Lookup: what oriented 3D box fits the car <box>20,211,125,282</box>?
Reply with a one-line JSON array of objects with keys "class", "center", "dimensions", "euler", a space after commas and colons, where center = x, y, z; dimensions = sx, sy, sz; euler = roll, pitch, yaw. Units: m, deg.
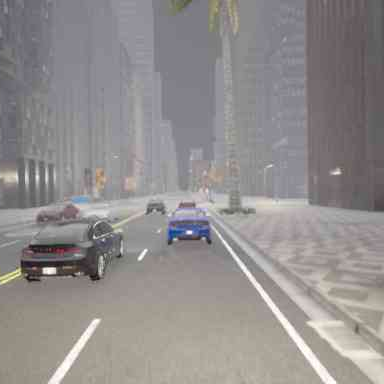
[{"class": "car", "center": [-3.281, 1.547, 9.976], "dimensions": [1.837, 1.490, 4.892], "euler": [-1, 0, -1]}]

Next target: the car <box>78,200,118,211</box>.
[{"class": "car", "center": [-6.985, 1.614, 25.912], "dimensions": [1.812, 1.442, 4.674], "euler": [-1, 0, -1]}]

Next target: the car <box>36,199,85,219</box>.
[{"class": "car", "center": [-10.235, 1.618, 25.664], "dimensions": [1.882, 1.535, 5.008], "euler": [-1, 0, -1]}]

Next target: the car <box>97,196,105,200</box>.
[{"class": "car", "center": [-21.870, 1.579, 75.040], "dimensions": [4.097, 1.590, 1.967], "euler": [0, 0, -1]}]

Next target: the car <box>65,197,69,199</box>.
[{"class": "car", "center": [-27.492, 1.744, 74.965], "dimensions": [4.313, 1.339, 1.947], "euler": [0, 0, -1]}]

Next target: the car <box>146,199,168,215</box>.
[{"class": "car", "center": [-3.694, 1.537, 34.845], "dimensions": [1.837, 1.490, 4.892], "euler": [-1, 0, -1]}]

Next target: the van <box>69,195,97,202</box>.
[{"class": "van", "center": [-21.755, 1.544, 66.516], "dimensions": [3.998, 1.788, 1.690], "euler": [0, 0, -1]}]

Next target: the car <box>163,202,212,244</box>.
[{"class": "car", "center": [-0.140, 1.465, 15.862], "dimensions": [1.882, 1.535, 5.008], "euler": [-1, 0, -1]}]

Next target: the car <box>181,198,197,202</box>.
[{"class": "car", "center": [-0.480, 1.458, 36.556], "dimensions": [1.882, 1.535, 5.008], "euler": [-1, 0, -1]}]
